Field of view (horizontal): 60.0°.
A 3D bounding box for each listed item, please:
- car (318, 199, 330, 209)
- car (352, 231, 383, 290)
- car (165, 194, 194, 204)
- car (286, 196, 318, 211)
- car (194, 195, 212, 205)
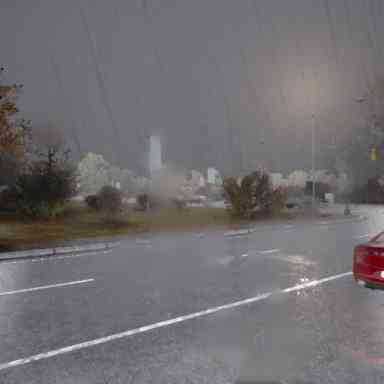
[{"bbox_3d":[13.853,1.245,39.416,2.128,1.511,4.902,-1,0,-39],"label":"car"},{"bbox_3d":[5.815,1.445,7.879,5.008,1.535,1.882,0,0,-35],"label":"car"},{"bbox_3d":[-2.400,1.147,54.147,2.097,1.767,4.553,-1,0,-38],"label":"car"},{"bbox_3d":[11.011,1.275,37.366,2.128,1.511,4.902,-1,1,-39],"label":"car"},{"bbox_3d":[1.356,1.289,55.049,1.812,1.442,4.674,-1,0,-39],"label":"car"}]
